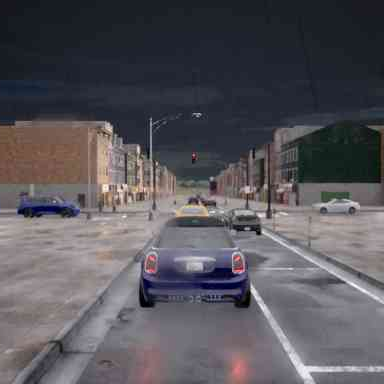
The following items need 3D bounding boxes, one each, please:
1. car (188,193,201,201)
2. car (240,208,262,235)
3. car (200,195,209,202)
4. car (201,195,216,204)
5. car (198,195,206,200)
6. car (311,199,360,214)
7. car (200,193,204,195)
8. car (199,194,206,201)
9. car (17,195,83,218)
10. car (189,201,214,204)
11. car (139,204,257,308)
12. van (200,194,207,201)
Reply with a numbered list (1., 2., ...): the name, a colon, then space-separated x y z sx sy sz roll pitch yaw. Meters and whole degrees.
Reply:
1. car: 0.284 1.505 63.384 1.837 1.490 4.892 0 0 0
2. car: 2.677 1.544 18.243 2.008 1.369 4.403 -1 0 0
3. car: 2.854 1.445 78.350 1.967 1.590 4.097 -1 0 0
4. car: 2.774 1.542 50.688 1.887 1.381 4.507 -1 0 0
5. car: 2.906 1.561 94.948 2.008 1.369 4.403 -1 0 0
6. car: 14.255 1.402 33.106 4.674 1.442 1.812 0 1 -2
7. car: 2.840 1.548 72.818 1.887 1.381 4.507 -1 0 0
8. car: 2.808 1.582 61.753 1.802 1.307 4.206 -1 0 0
9. car: -12.847 1.332 30.234 5.566 2.045 2.150 0 1 0
10. car: 0.071 1.471 17.953 1.882 1.535 5.008 0 0 1
11. car: 0.071 1.348 8.078 2.097 1.767 4.553 0 0 1
12. van: 2.869 1.348 83.883 1.690 1.788 3.998 -1 0 0
